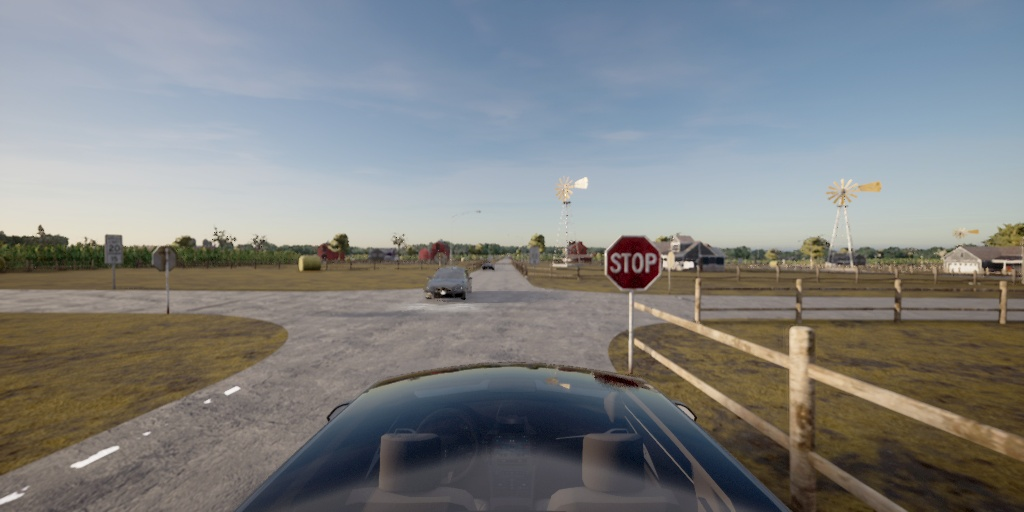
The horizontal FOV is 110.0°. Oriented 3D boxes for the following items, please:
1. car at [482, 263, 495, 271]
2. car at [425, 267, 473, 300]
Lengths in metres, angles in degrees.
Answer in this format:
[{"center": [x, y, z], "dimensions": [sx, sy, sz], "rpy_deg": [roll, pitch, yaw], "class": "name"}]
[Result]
[{"center": [-3.690, 1.713, 56.210], "dimensions": [1.895, 1.301, 4.718], "rpy_deg": [0, 0, -1], "class": "car"}, {"center": [-3.024, 1.336, 17.960], "dimensions": [1.837, 1.490, 4.892], "rpy_deg": [1, 0, -1], "class": "car"}]
